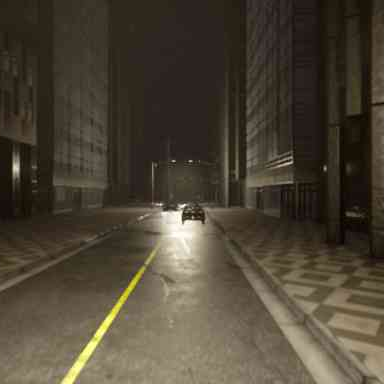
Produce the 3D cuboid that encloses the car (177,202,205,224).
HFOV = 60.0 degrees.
[{"bbox_3d":[0.093,1.801,27.759,2.128,1.511,4.902,0,-1,0],"label":"car"}]

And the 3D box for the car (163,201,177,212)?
[{"bbox_3d":[-3.012,2.058,47.186,1.837,1.490,4.892,0,-1,0],"label":"car"}]

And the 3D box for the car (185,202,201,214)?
[{"bbox_3d":[0.088,2.060,44.211,2.033,1.411,5.357,0,-1,0],"label":"car"}]
